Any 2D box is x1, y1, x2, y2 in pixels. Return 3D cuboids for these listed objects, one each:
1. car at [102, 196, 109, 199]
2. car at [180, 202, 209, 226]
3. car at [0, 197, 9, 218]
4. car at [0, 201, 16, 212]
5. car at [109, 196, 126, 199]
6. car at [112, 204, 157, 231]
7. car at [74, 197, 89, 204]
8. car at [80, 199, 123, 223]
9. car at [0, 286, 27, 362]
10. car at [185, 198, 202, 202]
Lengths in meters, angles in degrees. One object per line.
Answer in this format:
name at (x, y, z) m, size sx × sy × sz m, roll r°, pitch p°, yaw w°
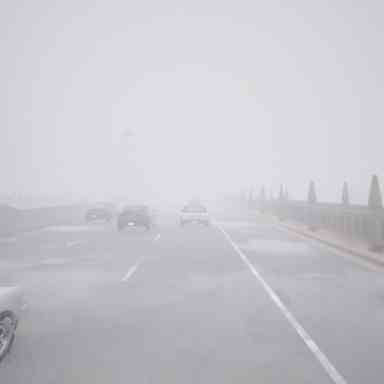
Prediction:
car at (-17.310, 1.542, 68.096) m, size 2.128 × 1.511 × 4.902 m, roll 0°, pitch 0°, yaw 0°
car at (0.161, 1.602, 23.097) m, size 1.895 × 1.301 × 4.718 m, roll 0°, pitch 0°, yaw 0°
car at (-17.521, 1.339, 27.592) m, size 2.097 × 1.767 × 4.553 m, roll 0°, pitch 0°, yaw 0°
car at (-14.036, 1.481, 22.951) m, size 2.128 × 1.511 × 4.902 m, roll 0°, pitch 0°, yaw 0°
car at (-13.836, 1.490, 63.645) m, size 1.882 × 1.535 × 5.008 m, roll 0°, pitch 0°, yaw 1°
car at (-3.346, 1.503, 20.661) m, size 1.837 × 1.490 × 4.892 m, roll 0°, pitch 0°, yaw 0°
car at (-20.825, 1.603, 63.404) m, size 1.895 × 1.301 × 4.718 m, roll 0°, pitch 0°, yaw 0°
car at (-6.832, 1.521, 25.689) m, size 1.812 × 1.442 × 4.674 m, roll 0°, pitch 0°, yaw 0°
car at (-3.387, 1.598, 2.830) m, size 1.895 × 1.301 × 4.718 m, roll 0°, pitch 0°, yaw 0°
car at (0.214, 1.507, 41.409) m, size 1.837 × 1.490 × 4.892 m, roll 0°, pitch 0°, yaw 0°
